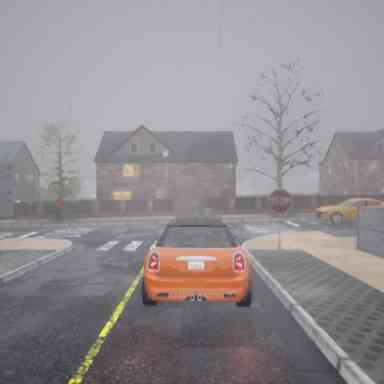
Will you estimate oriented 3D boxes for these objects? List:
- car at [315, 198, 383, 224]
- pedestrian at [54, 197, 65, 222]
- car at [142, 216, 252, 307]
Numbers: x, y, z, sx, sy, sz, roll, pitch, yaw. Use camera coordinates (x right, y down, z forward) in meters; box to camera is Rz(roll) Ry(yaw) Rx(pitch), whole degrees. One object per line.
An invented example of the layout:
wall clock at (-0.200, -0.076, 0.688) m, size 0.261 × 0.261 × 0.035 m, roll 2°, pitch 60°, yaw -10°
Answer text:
car at (10.514, 1.154, 21.383) m, size 5.008 × 1.535 × 1.882 m, roll -1°, pitch 1°, yaw 0°
pedestrian at (-9.700, 1.250, 24.218) m, size 0.375 × 1.860 × 0.375 m, roll 0°, pitch 2°, yaw 0°
car at (0.155, 1.349, 8.158) m, size 2.097 × 1.767 × 4.553 m, roll 0°, pitch 0°, yaw 2°
